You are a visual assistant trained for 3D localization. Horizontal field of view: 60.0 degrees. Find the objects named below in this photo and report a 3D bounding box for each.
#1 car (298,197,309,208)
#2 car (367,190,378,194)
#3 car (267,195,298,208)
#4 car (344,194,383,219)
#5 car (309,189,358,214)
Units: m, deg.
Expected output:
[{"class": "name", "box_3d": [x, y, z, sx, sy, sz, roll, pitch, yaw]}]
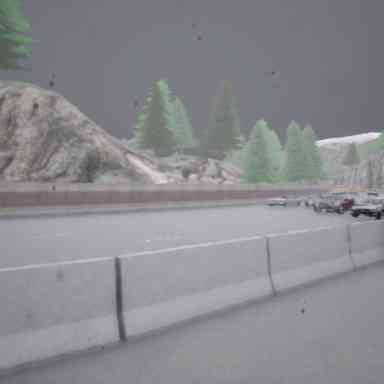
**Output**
[{"class": "car", "box_3d": [13.223, 0.877, 33.965, 2.128, 1.511, 4.902, 1, 2, 44]}, {"class": "car", "box_3d": [36.921, 0.226, 68.031, 1.895, 1.301, 4.718, 1, 1, 27]}, {"class": "car", "box_3d": [9.960, 0.945, 35.587, 1.895, 1.301, 4.718, 1, 2, 44]}, {"class": "car", "box_3d": [13.302, 1.124, 24.102, 5.357, 1.411, 2.033, -1, 2, -44]}, {"class": "car", "box_3d": [12.020, 0.853, 27.785, 4.553, 1.767, 2.097, -1, 2, -44]}]
